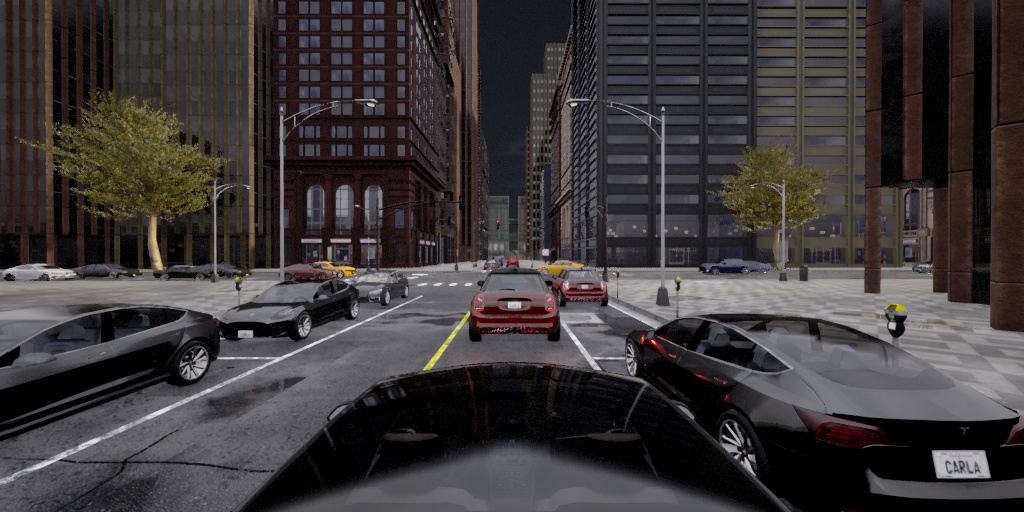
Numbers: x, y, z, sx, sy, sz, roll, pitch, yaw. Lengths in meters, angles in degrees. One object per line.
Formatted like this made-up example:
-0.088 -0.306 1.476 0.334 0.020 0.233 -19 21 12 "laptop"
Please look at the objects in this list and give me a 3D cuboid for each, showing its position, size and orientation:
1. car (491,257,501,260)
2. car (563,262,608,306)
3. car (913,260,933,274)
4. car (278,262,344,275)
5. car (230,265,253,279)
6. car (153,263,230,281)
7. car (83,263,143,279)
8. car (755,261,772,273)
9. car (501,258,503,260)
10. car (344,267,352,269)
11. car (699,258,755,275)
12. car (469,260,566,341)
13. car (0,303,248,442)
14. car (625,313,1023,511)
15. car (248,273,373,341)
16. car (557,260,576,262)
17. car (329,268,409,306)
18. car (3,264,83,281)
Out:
-3.011 1.295 52.021 1.812 1.442 4.674 0 0 1 "car"
2.778 1.190 15.553 1.967 1.591 4.097 0 0 0 "car"
44.657 1.172 37.122 4.674 1.442 1.812 0 0 0 "car"
-17.233 1.344 30.415 4.674 1.442 1.812 0 0 -2 "car"
-27.531 1.379 33.653 5.357 1.411 2.033 0 0 0 "car"
-27.259 1.447 30.405 4.718 1.301 1.895 0 0 0 "car"
-38.149 1.409 33.644 5.357 1.411 2.033 0 0 -1 "car"
26.144 1.214 40.409 5.357 1.411 2.033 0 0 0 "car"
-3.011 1.379 61.377 1.895 1.301 4.718 0 0 0 "car"
-17.306 1.281 33.660 5.008 1.535 1.882 0 0 1 "car"
21.919 1.043 37.154 4.553 1.767 2.097 0 0 0 "car"
0.077 1.102 10.017 2.097 1.767 4.553 0 0 1 "car"
-5.760 1.315 4.288 1.948 1.339 4.313 0 0 0 "car"
2.765 1.316 4.281 1.948 1.339 4.313 0 0 0 "car"
-5.754 1.316 9.925 1.948 1.339 4.313 0 0 0 "car"
4.908 1.215 37.140 5.008 1.535 1.882 0 0 0 "car"
-5.747 1.301 15.562 2.007 1.370 4.403 0 0 0 "car"
-40.020 1.408 30.408 4.674 1.442 1.812 0 0 0 "car"
